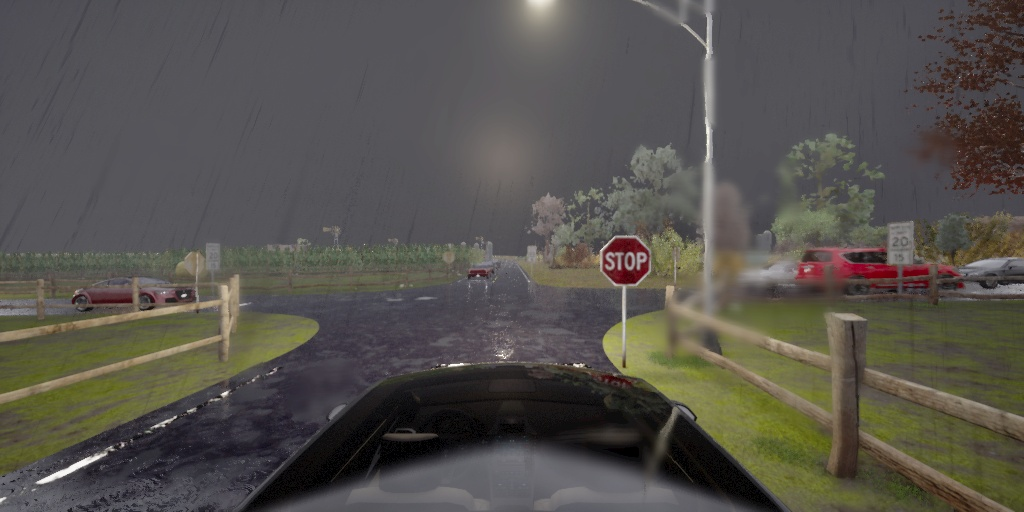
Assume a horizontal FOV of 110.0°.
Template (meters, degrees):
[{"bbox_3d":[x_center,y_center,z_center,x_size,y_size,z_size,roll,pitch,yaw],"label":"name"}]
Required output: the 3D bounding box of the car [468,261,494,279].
[{"bbox_3d":[-2.883,1.362,32.477,1.895,1.301,4.718,0,0,0],"label":"car"}]

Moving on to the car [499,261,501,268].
[{"bbox_3d":[-2.910,1.344,51.335,1.994,1.385,4.181,0,0,0],"label":"car"}]

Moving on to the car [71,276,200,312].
[{"bbox_3d":[-16.361,1.594,15.716,4.181,1.385,1.994,-1,0,0],"label":"car"}]

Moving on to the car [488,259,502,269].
[{"bbox_3d":[-2.884,1.287,60.490,2.128,1.511,4.902,0,0,0],"label":"car"}]

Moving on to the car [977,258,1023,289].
[{"bbox_3d":[24.397,0.818,17.954,4.674,1.442,1.812,-1,0,1],"label":"car"}]

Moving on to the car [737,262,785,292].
[{"bbox_3d":[13.991,0.999,18.138,4.674,1.442,1.812,-1,0,1],"label":"car"}]

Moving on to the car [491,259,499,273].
[{"bbox_3d":[-2.901,1.317,42.129,2.033,1.411,5.357,0,0,0],"label":"car"}]

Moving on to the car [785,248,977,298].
[{"bbox_3d":[15.436,0.675,15.316,5.566,2.045,2.150,-1,0,3],"label":"car"}]
